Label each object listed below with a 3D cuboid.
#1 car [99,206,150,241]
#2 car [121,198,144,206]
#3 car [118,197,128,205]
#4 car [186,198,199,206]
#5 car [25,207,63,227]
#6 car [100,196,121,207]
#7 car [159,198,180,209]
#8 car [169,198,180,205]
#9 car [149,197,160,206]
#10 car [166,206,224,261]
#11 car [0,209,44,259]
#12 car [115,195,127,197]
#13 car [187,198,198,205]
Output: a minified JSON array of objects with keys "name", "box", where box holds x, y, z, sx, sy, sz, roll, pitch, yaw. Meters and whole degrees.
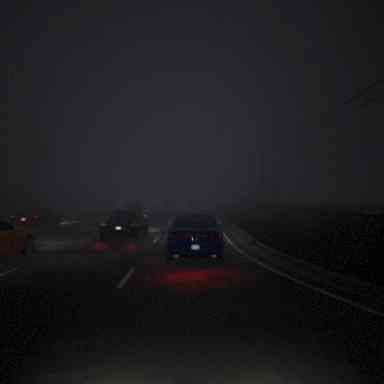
[{"name":"car","box":[-3.391,1.644,17.318,1.994,1.385,4.181,0,0,0]},{"name":"car","box":[-6.879,1.711,40.084,1.812,1.442,4.674,0,0,0]},{"name":"car","box":[-10.371,1.856,55.340,1.895,1.301,4.718,0,0,0]},{"name":"car","box":[0.125,1.778,50.147,2.033,1.411,5.357,0,0,0]},{"name":"car","box":[-10.389,1.669,22.532,1.994,1.385,4.181,0,0,0]},{"name":"car","box":[-13.971,1.807,56.187,2.033,1.411,5.357,0,0,0]},{"name":"car","box":[-3.375,1.780,50.603,2.033,1.411,5.357,0,0,0]},{"name":"car","box":[-3.466,1.865,66.197,1.994,1.385,4.181,0,0,0]},{"name":"car","box":[-6.868,1.643,63.272,2.097,1.767,4.553,0,0,0]},{"name":"car","box":[0.106,1.536,12.632,1.882,1.535,5.008,0,0,0]},{"name":"car","box":[-6.895,1.528,10.632,1.882,1.535,5.008,0,0,0]},{"name":"car","box":[-13.966,1.528,65.821,2.150,2.045,5.566,0,0,0]},{"name":"car","box":[0.034,1.849,65.905,2.033,1.411,5.357,0,0,0]}]
